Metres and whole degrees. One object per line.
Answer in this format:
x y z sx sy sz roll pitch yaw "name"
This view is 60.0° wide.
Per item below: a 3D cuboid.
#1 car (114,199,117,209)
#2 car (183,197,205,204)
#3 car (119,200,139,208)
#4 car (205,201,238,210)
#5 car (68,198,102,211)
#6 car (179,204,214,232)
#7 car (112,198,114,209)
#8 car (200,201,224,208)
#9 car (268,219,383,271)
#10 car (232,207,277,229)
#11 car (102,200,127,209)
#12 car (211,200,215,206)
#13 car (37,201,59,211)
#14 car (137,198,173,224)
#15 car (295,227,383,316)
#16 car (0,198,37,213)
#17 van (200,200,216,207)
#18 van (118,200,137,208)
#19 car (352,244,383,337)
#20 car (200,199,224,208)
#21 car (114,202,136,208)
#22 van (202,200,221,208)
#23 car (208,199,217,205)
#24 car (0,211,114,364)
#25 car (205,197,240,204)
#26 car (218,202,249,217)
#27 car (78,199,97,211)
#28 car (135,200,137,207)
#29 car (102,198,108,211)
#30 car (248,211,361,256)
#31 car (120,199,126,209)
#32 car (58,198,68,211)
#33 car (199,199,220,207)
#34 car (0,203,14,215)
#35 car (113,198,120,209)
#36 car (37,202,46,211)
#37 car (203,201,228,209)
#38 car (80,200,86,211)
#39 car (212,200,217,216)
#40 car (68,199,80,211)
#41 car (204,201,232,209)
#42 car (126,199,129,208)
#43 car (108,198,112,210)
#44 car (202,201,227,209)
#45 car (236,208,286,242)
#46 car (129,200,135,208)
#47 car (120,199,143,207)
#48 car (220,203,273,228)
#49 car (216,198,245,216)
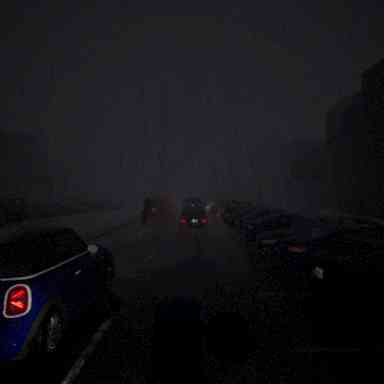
-15.793 2.330 56.468 4.792 1.488 2.163 0 -2 0 "car"
0.091 1.674 40.383 2.150 2.045 5.566 0 -1 0 "car"
-15.854 3.020 84.036 4.553 1.767 2.185 0 -2 0 "car"
4.884 2.276 56.187 5.366 1.575 1.946 0 -2 0 "car"
-15.713 1.780 45.459 5.566 2.045 2.435 0 -1 0 "car"
0.097 1.771 21.898 2.033 1.411 5.357 0 -1 0 "car"
-15.753 2.221 53.718 5.008 1.535 2.097 0 -1 0 "car"
4.509 2.891 75.632 5.366 1.575 1.946 0 -2 0 "car"
4.706 1.606 9.092 4.674 1.452 2.002 0 -1 0 "car"
4.736 1.682 17.430 4.792 1.488 2.163 0 -1 0 "car"
-15.757 2.518 67.495 4.553 1.767 2.185 0 -2 0 "car"
4.709 1.850 33.978 4.892 1.521 2.231 0 -1 0 "car"
-15.741 1.853 31.675 4.792 1.488 2.163 0 -1 0 "car"
-2.905 1.519 28.147 2.150 2.045 5.566 0 -1 0 "car"
4.738 1.569 6.313 4.792 1.488 2.163 0 -1 0 "car"
-15.728 1.502 26.165 5.566 2.045 2.435 0 -1 0 "car"
4.603 3.225 95.210 4.442 1.987 1.878 0 -1 0 "van"
-15.701 2.840 81.283 4.442 1.987 1.878 0 -2 0 "van"
4.717 1.514 3.534 4.892 1.521 2.231 0 -1 0 "car"
4.664 2.727 78.422 5.566 2.045 2.435 0 -2 0 "car"
-15.809 3.025 78.517 4.674 1.452 2.002 0 -2 0 "car"
4.811 2.839 81.319 4.442 1.987 1.878 0 -2 0 "van"
4.700 2.005 42.435 4.674 1.452 2.002 0 -1 0 "car"
-2.900 1.410 6.102 2.097 1.767 4.553 0 -1 0 "car"
4.672 1.763 45.214 5.566 2.045 2.435 0 -1 0 "car"
4.676 1.778 25.765 4.792 1.488 2.163 0 -1 0 "car"
-15.550 1.977 42.703 5.366 1.575 1.946 0 -1 0 "car"
-15.991 2.899 75.763 5.366 1.575 1.946 0 -2 0 "car"
-15.718 1.836 48.216 5.566 2.045 2.435 0 -1 0 "car"
4.714 1.594 11.746 4.892 1.521 2.231 0 -1 0 "car"
-15.804 2.218 61.987 5.566 2.045 2.435 0 -2 0 "car"
-15.749 1.735 34.435 4.553 1.767 2.185 0 -1 0 "car"
4.735 3.051 89.653 5.566 2.045 2.435 0 -2 0 "car"
-15.665 1.748 23.403 4.792 1.488 2.163 0 -1 0 "car"
-15.801 2.256 59.229 4.553 1.767 2.185 0 -2 0 "car"
-15.703 1.828 28.919 4.674 1.452 2.002 0 -1 0 "car"
4.725 2.664 67.420 4.792 1.488 2.163 0 -2 0 "car"
-15.727 1.977 39.944 4.674 1.452 2.002 0 -1 0 "car"
4.889 1.812 31.199 5.366 1.575 1.946 0 -1 0 "car"
-15.718 1.896 37.191 5.008 1.535 2.097 0 -1 0 "car"
4.702 2.451 61.741 5.008 1.535 2.097 0 -2 0 "car"
-15.754 2.305 64.743 5.566 2.045 2.435 0 -2 0 "car"
-15.724 1.902 50.968 5.566 2.045 2.435 0 -1 0 "car"
4.690 2.723 70.200 5.008 1.535 2.097 0 -2 0 "car"
4.702 1.622 14.526 5.008 1.535 2.097 0 -1 0 "car"
-15.985 2.814 73.004 5.366 1.575 1.946 0 -2 0 "car"
-15.801 2.972 86.798 5.566 2.045 2.435 0 -2 0 "car"
4.711 1.715 22.988 5.008 1.535 2.097 0 -1 0 "car"
4.677 1.656 28.538 4.553 1.767 2.185 0 -1 0 "car"
